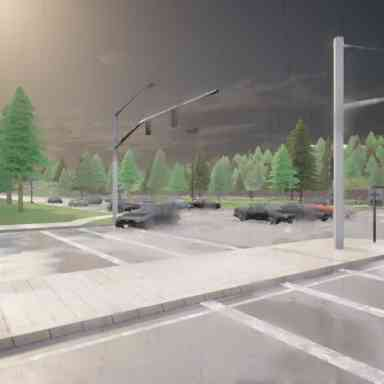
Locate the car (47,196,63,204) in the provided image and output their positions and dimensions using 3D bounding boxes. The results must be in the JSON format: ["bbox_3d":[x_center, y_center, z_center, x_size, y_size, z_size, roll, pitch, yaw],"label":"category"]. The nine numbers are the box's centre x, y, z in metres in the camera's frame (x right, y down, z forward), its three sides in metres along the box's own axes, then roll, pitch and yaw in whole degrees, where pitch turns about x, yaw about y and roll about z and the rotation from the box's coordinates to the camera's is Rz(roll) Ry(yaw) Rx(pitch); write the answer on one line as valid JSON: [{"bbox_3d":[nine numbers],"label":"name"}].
[{"bbox_3d":[-26.027,1.549,63.109,2.033,1.411,5.357,0,0,-35],"label":"car"}]

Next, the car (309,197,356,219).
[{"bbox_3d":[11.303,1.352,28.005,2.097,1.767,4.553,0,0,-35],"label":"car"}]

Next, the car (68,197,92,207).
[{"bbox_3d":[-17.265,1.601,50.457,1.895,1.301,4.718,0,0,-35],"label":"car"}]

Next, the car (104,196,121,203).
[{"bbox_3d":[-16.201,1.557,67.389,1.994,1.385,4.181,0,0,-35],"label":"car"}]

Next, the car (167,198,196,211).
[{"bbox_3d":[-1.860,1.526,40.675,1.812,1.442,4.674,0,0,-35],"label":"car"}]

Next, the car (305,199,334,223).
[{"bbox_3d":[8.377,1.547,26.080,2.033,1.411,5.357,0,0,-35],"label":"car"}]

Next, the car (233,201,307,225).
[{"bbox_3d":[5.313,1.547,24.354,2.033,1.411,5.357,0,0,-35],"label":"car"}]

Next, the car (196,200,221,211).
[{"bbox_3d":[1.528,1.601,41.938,1.895,1.301,4.718,0,0,-35],"label":"car"}]

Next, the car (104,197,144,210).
[{"bbox_3d":[-7.786,1.547,36.932,2.033,1.411,5.357,0,0,-35],"label":"car"}]

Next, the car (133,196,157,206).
[{"bbox_3d":[-7.908,1.506,55.411,1.837,1.490,4.892,0,0,-35],"label":"car"}]

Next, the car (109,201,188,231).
[{"bbox_3d":[-2.532,1.547,21.208,2.033,1.411,5.357,0,0,27],"label":"car"}]

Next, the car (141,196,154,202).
[{"bbox_3d":[-5.934,1.564,40.390,1.994,1.385,4.181,0,0,-35],"label":"car"}]

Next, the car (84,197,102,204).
[{"bbox_3d":[-19.839,1.600,66.480,1.895,1.301,4.718,0,0,-35],"label":"car"}]

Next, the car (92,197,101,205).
[{"bbox_3d":[-17.118,1.547,56.369,2.033,1.411,5.357,0,0,-35],"label":"car"}]
